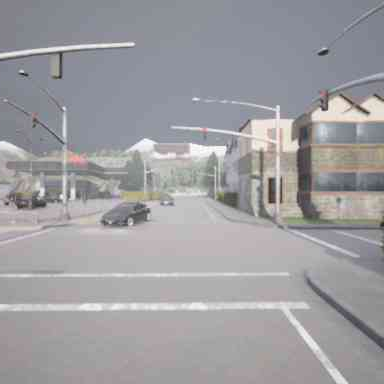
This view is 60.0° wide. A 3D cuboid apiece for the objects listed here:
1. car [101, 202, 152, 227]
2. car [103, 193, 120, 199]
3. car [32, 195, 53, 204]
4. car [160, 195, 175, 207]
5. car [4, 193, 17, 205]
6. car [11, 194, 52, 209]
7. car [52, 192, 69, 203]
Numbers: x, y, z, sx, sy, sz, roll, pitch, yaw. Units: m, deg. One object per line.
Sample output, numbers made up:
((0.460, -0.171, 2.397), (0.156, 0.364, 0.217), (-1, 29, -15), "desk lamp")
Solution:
((-4.236, 1.469, 22.205), (1.837, 1.490, 4.892), (0, 3, 16), "car")
((-22.125, 1.186, 91.267), (4.611, 1.667, 2.242), (0, 0, 0), "car")
((-25.923, 1.245, 57.869), (1.970, 1.475, 3.806), (0, 0, 0), "car")
((-3.476, 1.242, 47.158), (2.128, 1.511, 4.902), (0, 1, 0), "car")
((-25.866, 1.026, 49.389), (1.932, 1.855, 4.605), (0, 0, 0), "car")
((-18.903, 1.280, 39.394), (2.007, 1.523, 4.514), (0, 0, 0), "car")
((-22.597, 0.964, 57.264), (1.905, 1.878, 3.866), (0, 0, 0), "car")
